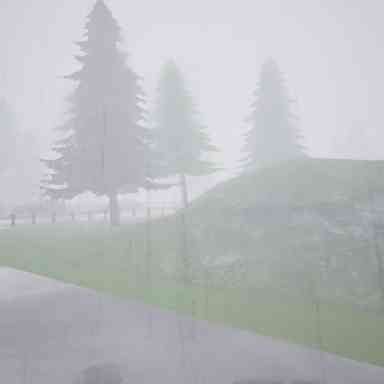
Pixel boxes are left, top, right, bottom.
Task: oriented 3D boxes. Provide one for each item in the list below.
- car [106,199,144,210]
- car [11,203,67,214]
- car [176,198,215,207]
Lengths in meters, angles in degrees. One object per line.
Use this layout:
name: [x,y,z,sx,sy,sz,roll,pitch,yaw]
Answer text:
car: [-7.517,1.465,37.335,4.181,1.385,1.994,0,0,-40]
car: [-14.150,1.384,31.004,2.128,1.511,4.902,0,0,44]
car: [0.541,1.461,43.613,5.357,1.411,2.033,0,0,-35]
